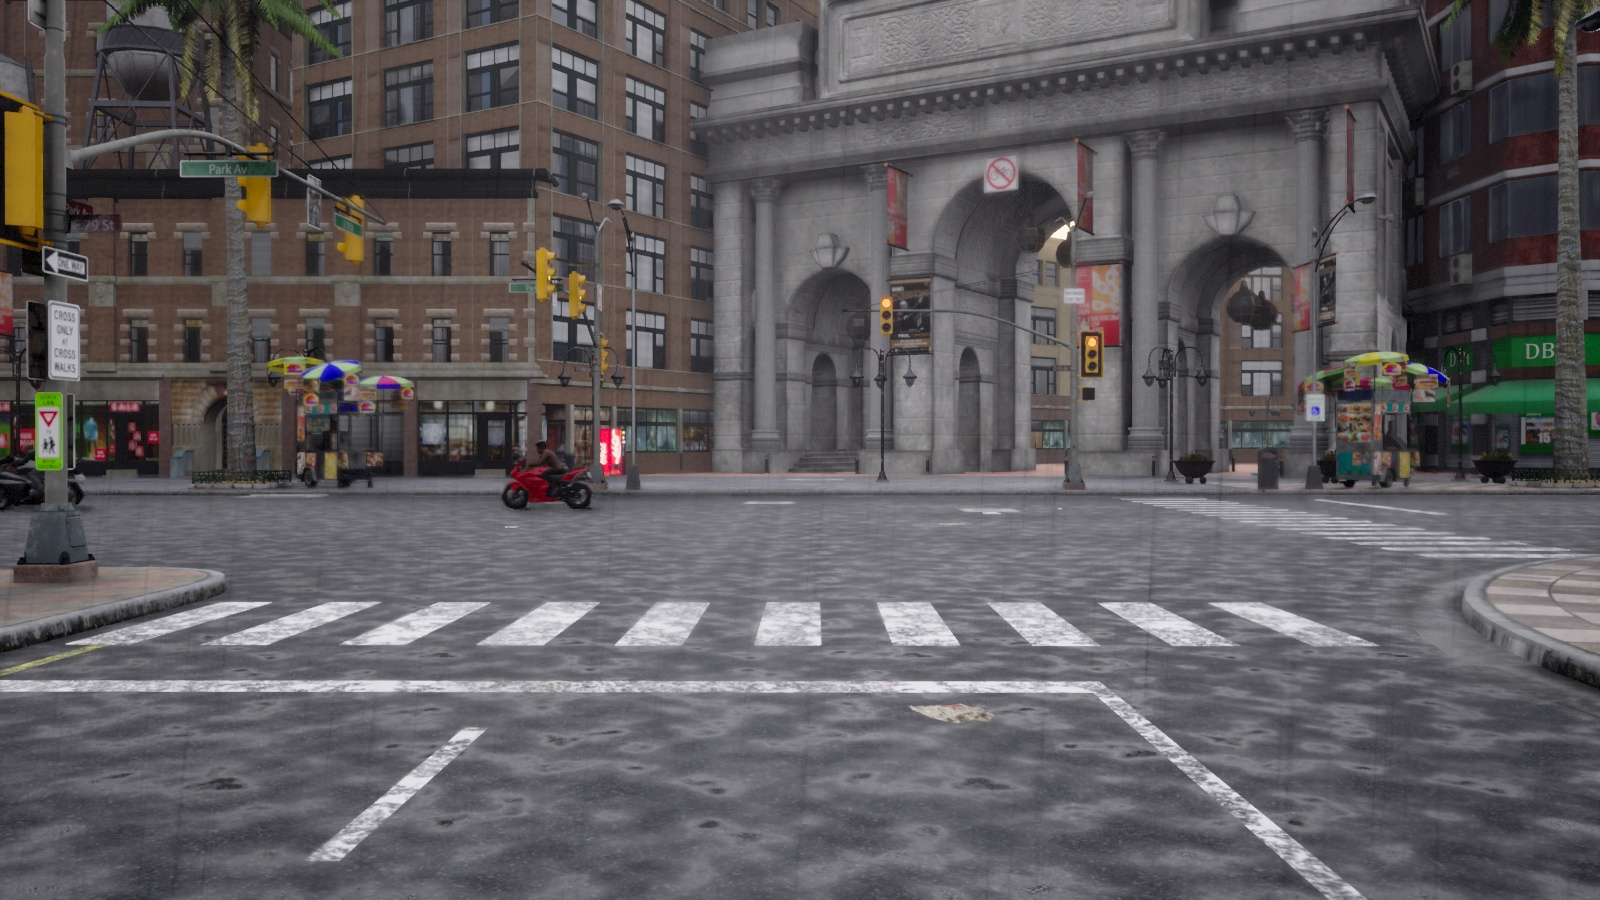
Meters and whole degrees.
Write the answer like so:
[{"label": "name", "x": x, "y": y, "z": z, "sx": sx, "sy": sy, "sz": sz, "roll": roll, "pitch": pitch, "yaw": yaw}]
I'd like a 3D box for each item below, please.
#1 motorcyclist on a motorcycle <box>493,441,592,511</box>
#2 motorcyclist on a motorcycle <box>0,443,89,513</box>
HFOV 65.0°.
[{"label": "motorcyclist on a motorcycle", "x": -5.702, "y": 0.566, "z": 27.895, "sx": 2.044, "sy": 1.523, "sz": 0.797, "roll": 0, "pitch": 0, "yaw": 1}, {"label": "motorcyclist on a motorcycle", "x": -17.233, "y": 0.609, "z": 28.058, "sx": 2.191, "sy": 1.530, "sz": 0.866, "roll": 0, "pitch": 0, "yaw": 1}]
